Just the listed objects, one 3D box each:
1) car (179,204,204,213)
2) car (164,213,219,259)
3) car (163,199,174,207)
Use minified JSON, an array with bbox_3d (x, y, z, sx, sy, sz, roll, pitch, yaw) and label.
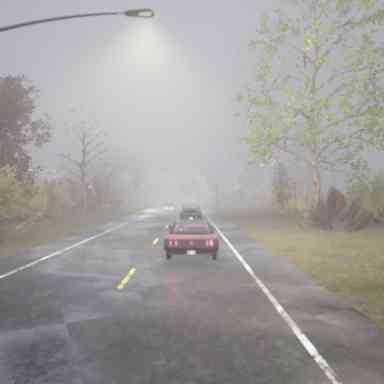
[{"bbox_3d":[-0.073,1.806,28.500,1.837,1.490,4.892,0,0,0],"label":"car"},{"bbox_3d":[-0.006,1.741,13.244,1.895,1.301,4.718,0,-1,0],"label":"car"},{"bbox_3d":[-4.655,2.157,65.885,2.128,1.511,4.902,0,-1,-6],"label":"car"}]
